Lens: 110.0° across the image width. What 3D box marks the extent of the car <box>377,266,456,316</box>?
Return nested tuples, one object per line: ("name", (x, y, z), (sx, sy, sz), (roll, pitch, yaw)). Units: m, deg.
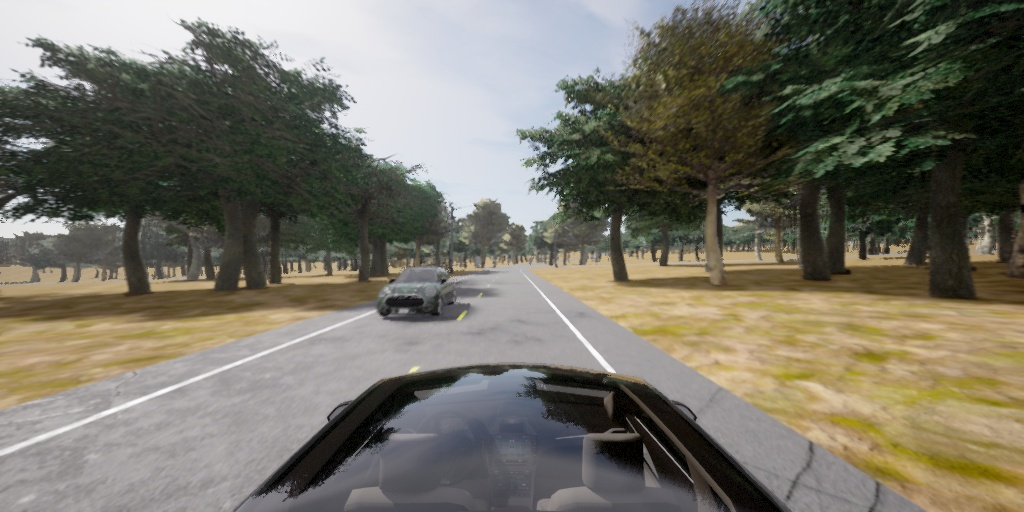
("car", (-3.518, 1.218, 13.908), (2.097, 1.767, 4.553), (0, 0, 0))
